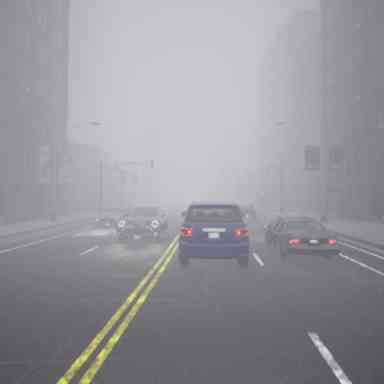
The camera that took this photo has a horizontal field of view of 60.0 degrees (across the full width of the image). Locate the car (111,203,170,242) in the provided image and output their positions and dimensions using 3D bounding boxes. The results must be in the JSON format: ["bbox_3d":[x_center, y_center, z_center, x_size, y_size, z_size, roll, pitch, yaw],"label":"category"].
[{"bbox_3d":[-2.403,1.486,17.324,2.097,1.767,4.553,0,0,3],"label":"car"}]

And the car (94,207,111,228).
[{"bbox_3d":[-5.375,1.730,24.120,2.033,1.411,5.357,0,-1,2],"label":"car"}]

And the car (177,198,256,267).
[{"bbox_3d":[0.768,1.326,12.009,2.150,2.045,5.566,0,0,3],"label":"car"}]

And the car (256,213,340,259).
[{"bbox_3d":[4.090,1.674,13.269,2.033,1.411,5.357,0,0,3],"label":"car"}]

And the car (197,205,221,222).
[{"bbox_3d":[1.463,1.861,29.744,1.895,1.301,4.718,0,-1,2],"label":"car"}]

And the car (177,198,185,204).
[{"bbox_3d":[-2.937,2.336,85.994,1.994,1.385,4.181,0,-1,-2],"label":"car"}]
